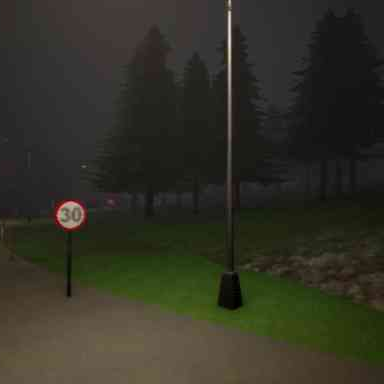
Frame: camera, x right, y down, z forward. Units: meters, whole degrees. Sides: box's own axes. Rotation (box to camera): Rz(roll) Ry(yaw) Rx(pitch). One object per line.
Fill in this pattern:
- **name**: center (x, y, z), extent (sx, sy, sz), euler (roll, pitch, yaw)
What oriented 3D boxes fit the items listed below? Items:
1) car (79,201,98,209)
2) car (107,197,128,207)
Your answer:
- **car**: center (-19.518, 2.377, 61.636), extent (2.128, 1.511, 4.902), euler (0, 0, 21)
- **car**: center (-15.837, 1.989, 71.146), extent (2.150, 2.045, 5.566), euler (0, 1, 22)
